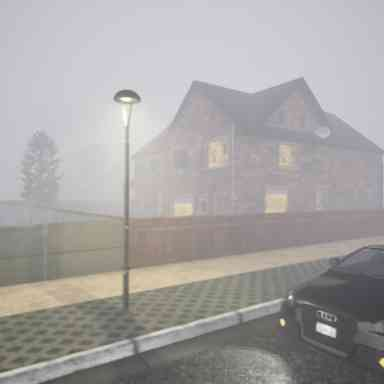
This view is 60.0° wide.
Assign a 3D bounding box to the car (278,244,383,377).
[{"bbox_3d":[3.354,1.611,5.436,4.181,1.385,1.994,1,0,-35],"label":"car"}]
